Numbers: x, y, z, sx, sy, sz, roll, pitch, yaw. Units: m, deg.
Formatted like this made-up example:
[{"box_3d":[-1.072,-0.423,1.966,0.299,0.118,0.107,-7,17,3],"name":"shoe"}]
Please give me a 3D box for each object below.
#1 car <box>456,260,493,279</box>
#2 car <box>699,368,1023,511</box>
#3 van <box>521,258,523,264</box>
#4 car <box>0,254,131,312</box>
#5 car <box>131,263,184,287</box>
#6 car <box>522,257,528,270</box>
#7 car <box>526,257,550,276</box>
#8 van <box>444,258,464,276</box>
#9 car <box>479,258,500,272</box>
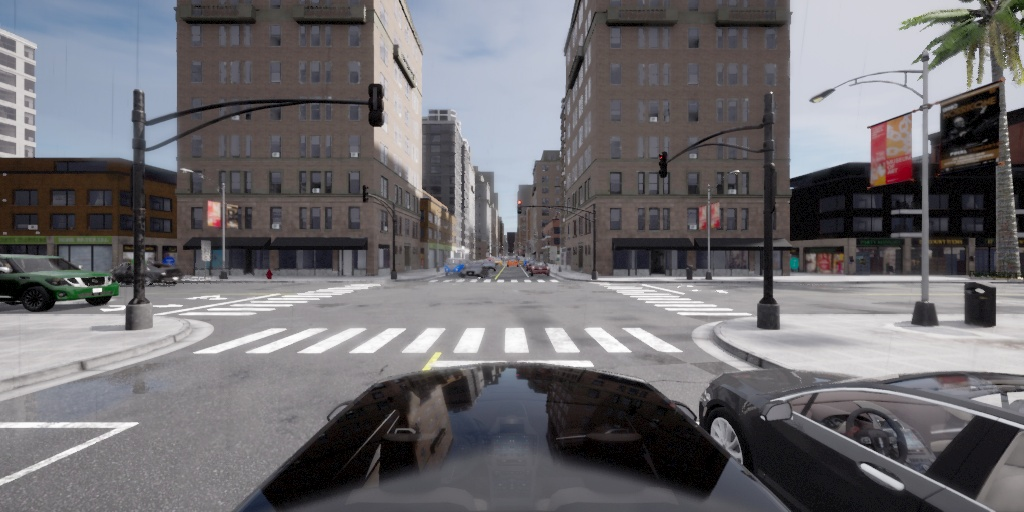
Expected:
[{"box_3d":[-3.315,1.315,32.320,1.994,1.385,4.181,0,0,6],"name":"car"},{"box_3d":[2.668,1.300,1.793,2.007,1.370,4.403,0,0,0],"name":"car"},{"box_3d":[2.795,1.094,59.119,1.690,1.789,3.998,0,0,0],"name":"van"},{"box_3d":[-18.522,0.949,13.607,5.566,2.045,2.150,0,0,0],"name":"car"},{"box_3d":[-24.482,1.211,23.504,4.892,1.490,1.837,1,0,0],"name":"car"},{"box_3d":[2.768,1.193,47.781,1.967,1.591,4.097,0,0,0],"name":"car"},{"box_3d":[2.741,1.192,36.442,1.967,1.591,4.097,0,0,0],"name":"car"},{"box_3d":[-5.785,1.093,36.461,1.690,1.789,3.998,0,0,0],"name":"van"},{"box_3d":[-3.002,1.299,47.459,2.033,1.411,5.357,0,0,0],"name":"car"}]
